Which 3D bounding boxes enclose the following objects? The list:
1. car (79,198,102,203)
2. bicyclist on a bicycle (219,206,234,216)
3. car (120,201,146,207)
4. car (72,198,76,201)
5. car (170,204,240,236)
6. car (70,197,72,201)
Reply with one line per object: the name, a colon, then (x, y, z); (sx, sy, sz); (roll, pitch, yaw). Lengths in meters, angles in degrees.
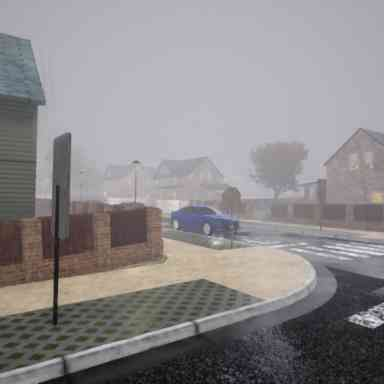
car: (-10.382, 1.575, 35.371); (1.812, 1.442, 4.674); (2, -1, -33)
bicyclist on a bicycle: (2.671, 1.469, 26.283); (1.656, 1.620, 0.582); (1, -1, -34)
car: (-4.683, 1.533, 26.768); (1.837, 1.490, 4.892); (2, -1, -33)
car: (-15.694, 1.668, 48.690); (1.812, 1.442, 4.674); (2, -1, -34)
car: (0.630, 1.483, 18.759); (1.882, 1.535, 5.008); (2, -1, -33)
car: (-21.109, 1.656, 56.843); (1.837, 1.490, 4.892); (2, -1, -33)
